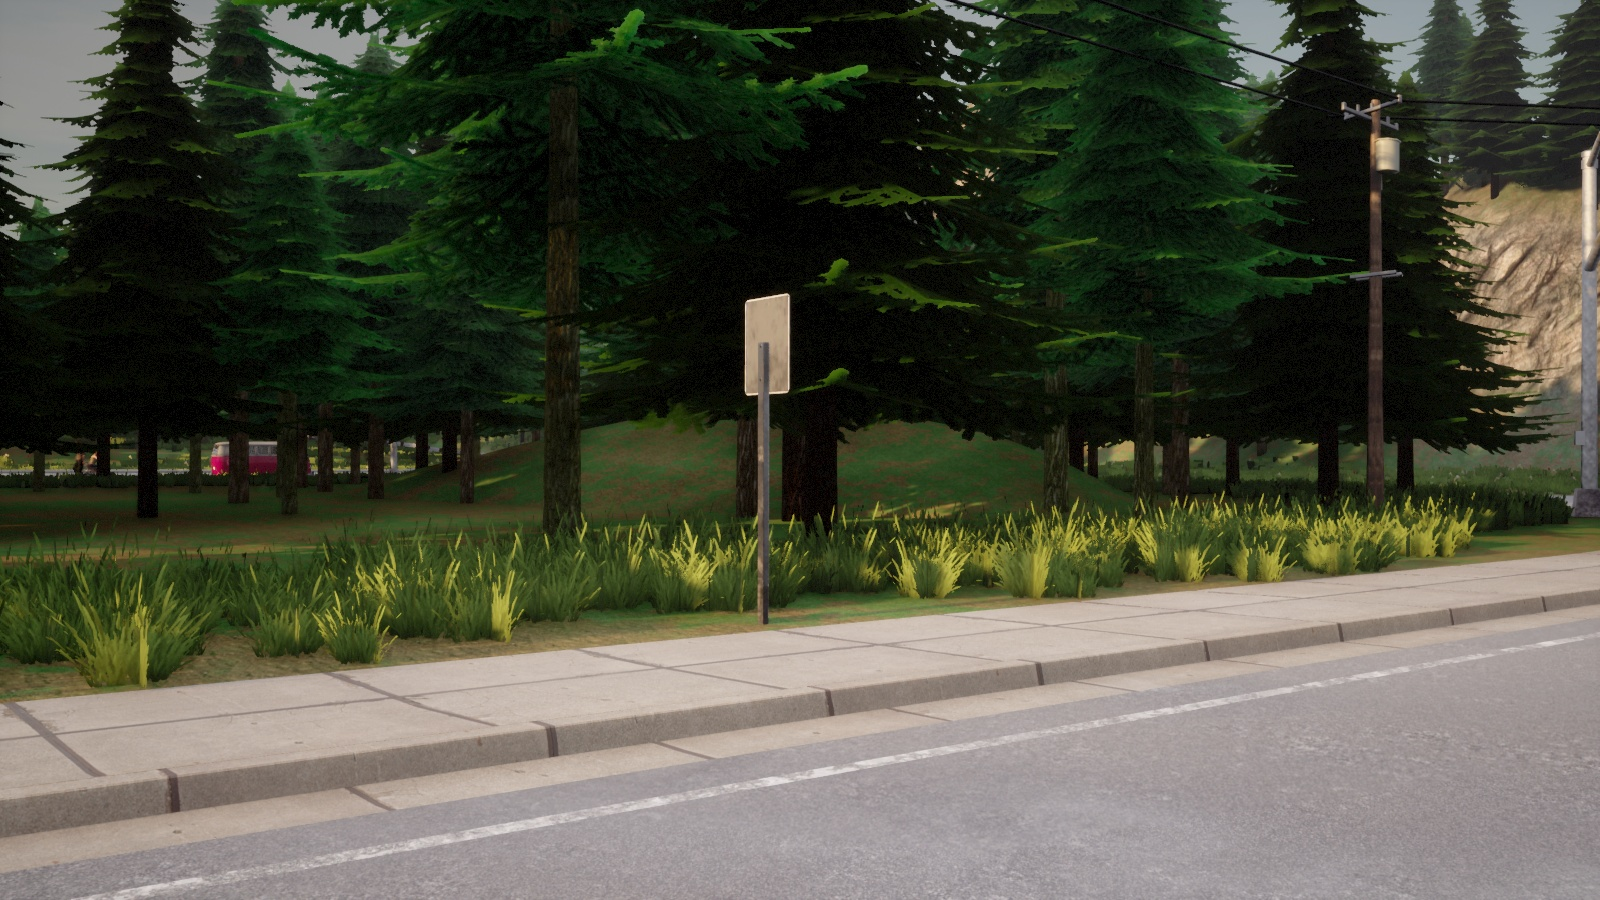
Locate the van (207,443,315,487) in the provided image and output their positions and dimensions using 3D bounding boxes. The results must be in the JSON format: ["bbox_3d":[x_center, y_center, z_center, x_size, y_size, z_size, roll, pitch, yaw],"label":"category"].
[{"bbox_3d":[-25.500,0.697,59.442,4.442,1.987,1.775,0,0,-35],"label":"van"}]

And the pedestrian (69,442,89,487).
[{"bbox_3d":[-29.722,0.597,51.737,0.331,1.846,0.634,0,0,38],"label":"pedestrian"}]
